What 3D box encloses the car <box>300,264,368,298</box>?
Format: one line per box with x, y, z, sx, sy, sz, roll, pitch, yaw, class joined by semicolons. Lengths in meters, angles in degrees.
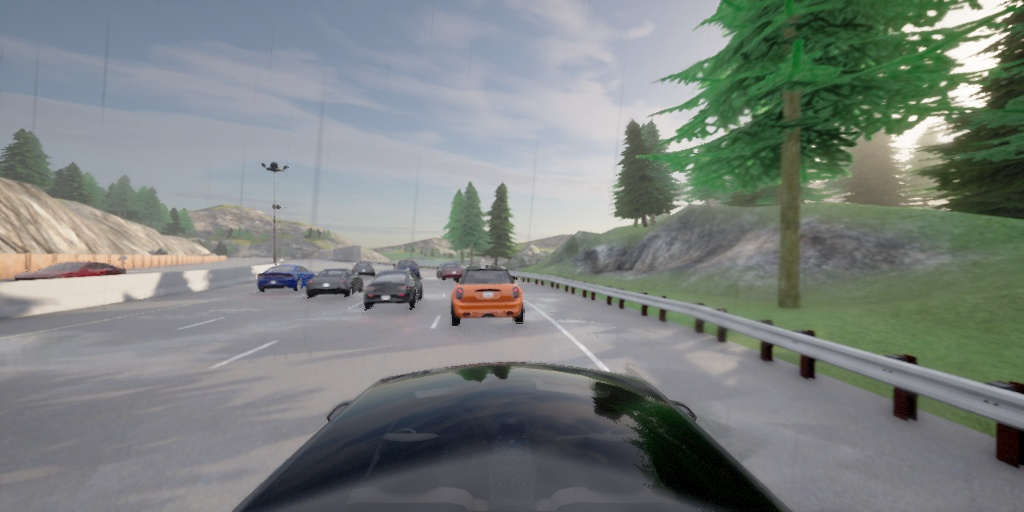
-9.102;1.325;18.714;1.994;1.385;4.181;0;0;-12;car

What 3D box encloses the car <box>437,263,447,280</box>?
-5.266;1.286;30.674;1.994;1.385;4.181;0;0;-18;car

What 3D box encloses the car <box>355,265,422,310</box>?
-4.759;1.274;14.743;1.812;1.442;4.674;0;0;-9;car

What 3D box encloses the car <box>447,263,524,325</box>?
-0.889;1.087;12.019;2.097;1.767;4.553;0;0;-6;car

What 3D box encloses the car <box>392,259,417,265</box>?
-9.525;1.091;32.050;2.097;1.767;4.553;0;0;-21;car

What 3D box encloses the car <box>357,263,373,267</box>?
-14.683;1.320;35.313;1.994;1.385;4.181;0;0;-25;car

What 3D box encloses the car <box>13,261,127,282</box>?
-23.502;1.021;19.335;1.882;1.535;5.008;0;0;-16;car

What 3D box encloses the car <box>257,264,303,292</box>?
-13.356;1.253;21.538;1.882;1.535;5.008;0;0;-14;car
